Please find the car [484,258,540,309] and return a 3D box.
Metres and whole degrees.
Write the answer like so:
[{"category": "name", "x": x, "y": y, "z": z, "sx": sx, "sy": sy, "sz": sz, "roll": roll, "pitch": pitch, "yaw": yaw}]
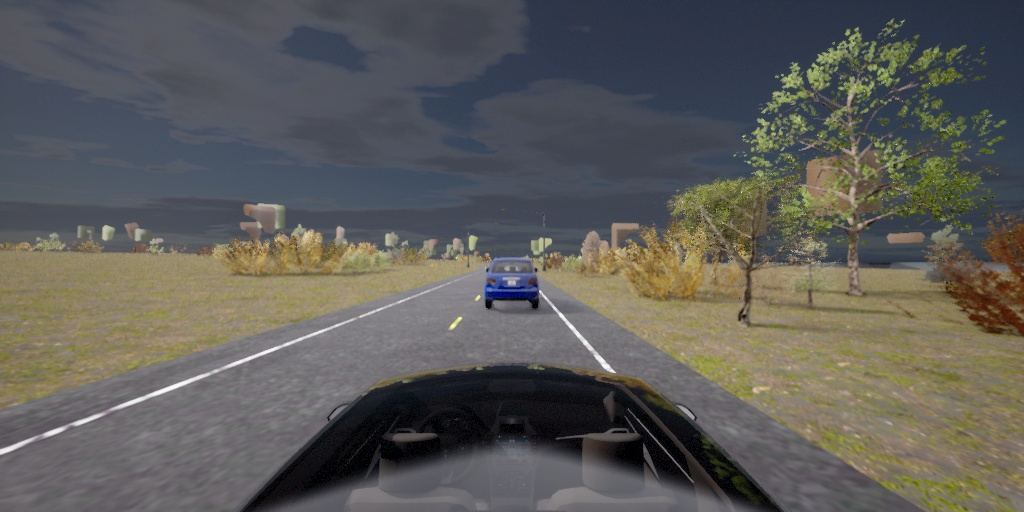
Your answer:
[{"category": "car", "x": -0.006, "y": 1.108, "z": 15.864, "sx": 2.150, "sy": 2.045, "sz": 5.566, "roll": 0, "pitch": 0, "yaw": 0}]
